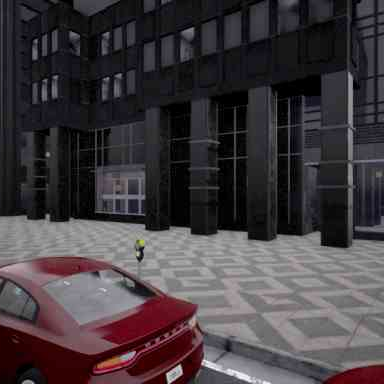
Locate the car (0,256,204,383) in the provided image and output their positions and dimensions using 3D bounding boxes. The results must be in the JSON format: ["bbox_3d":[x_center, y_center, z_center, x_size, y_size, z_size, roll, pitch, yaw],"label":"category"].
[{"bbox_3d":[-1.974,1.545,4.378,4.507,1.381,1.887,0,0,36],"label":"car"}]

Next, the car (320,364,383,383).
[{"bbox_3d":[2.608,1.545,1.096,4.507,1.381,1.887,0,0,36],"label":"car"}]
